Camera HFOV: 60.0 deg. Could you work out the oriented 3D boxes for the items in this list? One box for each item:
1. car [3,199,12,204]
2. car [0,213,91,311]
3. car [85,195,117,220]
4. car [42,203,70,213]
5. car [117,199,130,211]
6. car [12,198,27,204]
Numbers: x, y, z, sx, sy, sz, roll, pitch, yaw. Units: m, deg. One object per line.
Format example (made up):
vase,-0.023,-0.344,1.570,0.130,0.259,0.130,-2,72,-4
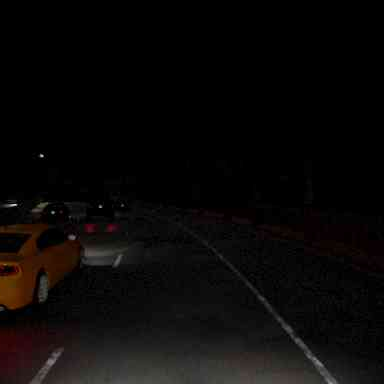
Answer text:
car,-44.389,2.276,81.674,1.895,1.301,4.718,0,-3,-22
car,-3.957,1.494,7.812,1.882,1.535,5.008,0,0,-5
car,-7.960,1.266,28.642,2.150,2.045,5.566,0,0,-17
car,-11.244,1.610,27.531,2.033,1.411,5.357,0,0,-17
car,-9.100,1.616,41.958,1.994,1.385,4.181,0,0,-21
car,-35.005,1.830,68.070,1.895,1.301,4.718,0,0,-22
